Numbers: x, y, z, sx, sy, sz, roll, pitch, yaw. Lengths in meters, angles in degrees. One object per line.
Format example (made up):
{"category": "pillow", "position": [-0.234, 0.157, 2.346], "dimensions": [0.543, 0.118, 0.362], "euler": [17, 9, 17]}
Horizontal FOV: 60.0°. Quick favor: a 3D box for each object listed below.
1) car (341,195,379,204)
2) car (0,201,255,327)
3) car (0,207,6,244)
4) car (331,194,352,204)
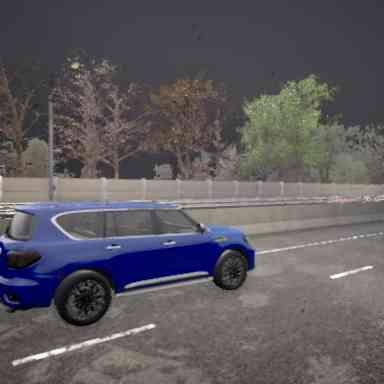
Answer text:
{"category": "car", "position": [20.791, 1.382, 40.319], "dimensions": [5.357, 1.411, 2.033], "euler": [0, 0, -35]}
{"category": "car", "position": [-1.119, 1.206, 7.254], "dimensions": [5.566, 2.045, 2.150], "euler": [0, 0, -35]}
{"category": "car", "position": [-10.606, 1.481, 13.624], "dimensions": [5.008, 1.535, 1.882], "euler": [0, 0, -36]}
{"category": "car", "position": [20.533, 1.180, 44.416], "dimensions": [4.553, 1.767, 2.097], "euler": [0, 0, -35]}
